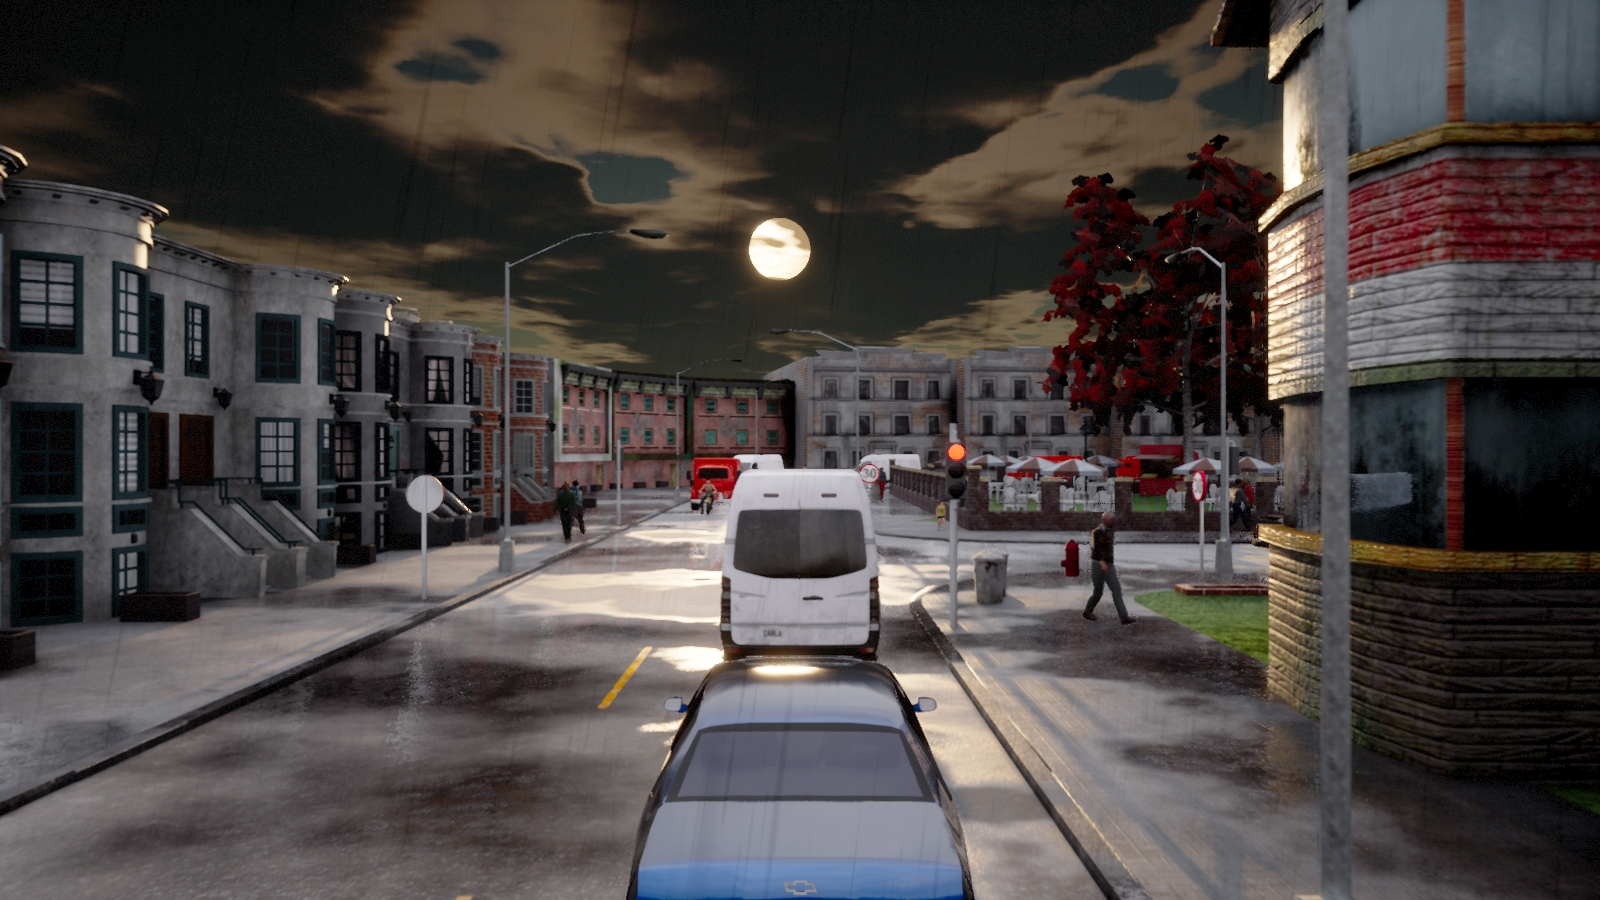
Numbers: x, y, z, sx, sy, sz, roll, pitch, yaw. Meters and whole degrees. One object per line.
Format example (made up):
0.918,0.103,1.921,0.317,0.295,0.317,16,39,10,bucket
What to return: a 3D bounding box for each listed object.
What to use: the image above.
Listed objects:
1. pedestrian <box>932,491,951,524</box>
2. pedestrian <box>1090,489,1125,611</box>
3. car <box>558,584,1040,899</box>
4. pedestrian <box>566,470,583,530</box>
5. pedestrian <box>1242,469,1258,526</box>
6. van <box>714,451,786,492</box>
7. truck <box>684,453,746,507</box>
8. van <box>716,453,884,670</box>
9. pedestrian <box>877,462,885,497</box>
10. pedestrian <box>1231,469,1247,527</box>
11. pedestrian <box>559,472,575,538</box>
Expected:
4.729,1.925,38.260,0.500,1.100,0.500,0,0,-9,pedestrian
4.783,1.540,17.755,0.375,1.860,0.375,0,0,-32,pedestrian
-0.002,1.892,7.502,2.033,1.411,5.357,0,0,0,car
-7.051,1.552,35.740,0.375,1.860,0.375,0,0,20,pedestrian
14.802,1.544,37.582,0.375,1.860,0.375,0,0,3,pedestrian
-3.213,1.371,74.643,1.988,2.561,5.915,0,0,28,van
-4.029,1.389,55.198,2.627,2.467,5.204,0,0,0,truck
-0.002,1.327,16.466,1.988,2.561,5.915,0,0,0,van
4.357,1.571,61.472,0.375,1.860,0.375,0,0,-11,pedestrian
14.205,1.544,36.971,0.375,1.860,0.375,0,0,2,pedestrian
-6.631,1.551,32.565,0.375,1.860,0.375,0,0,2,pedestrian
